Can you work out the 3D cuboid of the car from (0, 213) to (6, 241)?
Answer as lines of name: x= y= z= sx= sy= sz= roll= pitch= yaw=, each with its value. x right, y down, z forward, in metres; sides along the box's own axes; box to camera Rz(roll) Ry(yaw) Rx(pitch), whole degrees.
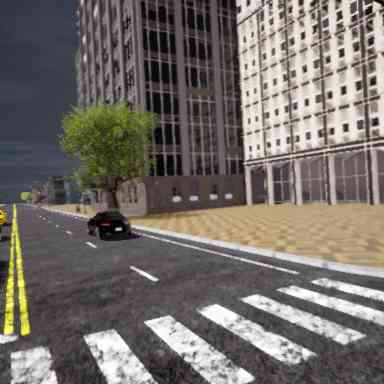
car: x=-12.756 y=2.301 z=20.291 sx=1.994 sy=1.385 sz=4.181 roll=-3 pitch=0 yaw=-28

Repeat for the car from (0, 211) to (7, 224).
car: x=-19.668 y=2.621 z=33.311 sx=1.882 sy=1.535 sz=5.008 roll=-3 pitch=0 yaw=-28

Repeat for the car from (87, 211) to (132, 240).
car: x=-4.898 y=1.847 z=19.456 sx=1.812 sy=1.442 sz=4.674 roll=-3 pitch=0 yaw=-27
